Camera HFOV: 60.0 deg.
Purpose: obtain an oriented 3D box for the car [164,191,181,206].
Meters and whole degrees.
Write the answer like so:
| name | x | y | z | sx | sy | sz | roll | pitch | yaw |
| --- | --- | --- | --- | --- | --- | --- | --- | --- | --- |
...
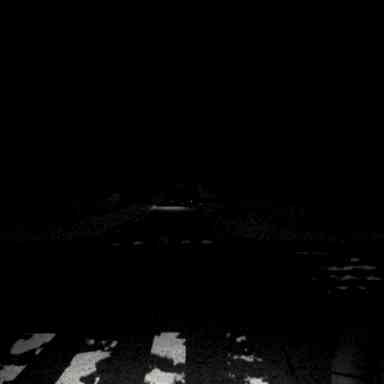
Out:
| name | x | y | z | sx | sy | sz | roll | pitch | yaw |
| --- | --- | --- | --- | --- | --- | --- | --- | --- | --- |
| car | -2.794 | 0.898 | 47.938 | 2.150 | 2.045 | 5.566 | 0 | 1 | 0 |

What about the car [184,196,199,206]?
| name | x | y | z | sx | sy | sz | roll | pitch | yaw |
| --- | --- | --- | --- | --- | --- | --- | --- | --- | --- |
| car | -0.044 | 1.243 | 47.820 | 1.994 | 1.385 | 4.181 | 0 | 1 | 0 |
